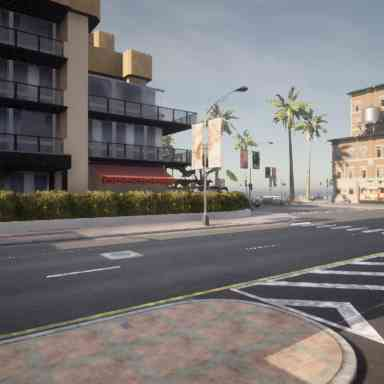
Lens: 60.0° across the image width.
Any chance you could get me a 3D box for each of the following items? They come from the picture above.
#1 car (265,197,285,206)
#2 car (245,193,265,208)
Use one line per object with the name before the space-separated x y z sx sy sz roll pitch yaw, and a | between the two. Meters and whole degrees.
car | 12.408 1.547 53.520 2.033 1.411 5.357 0 0 -35
car | 7.430 1.221 48.080 2.150 2.045 5.566 0 0 -35
